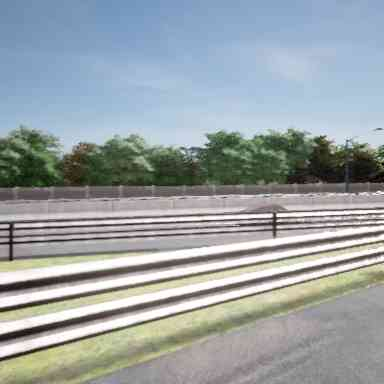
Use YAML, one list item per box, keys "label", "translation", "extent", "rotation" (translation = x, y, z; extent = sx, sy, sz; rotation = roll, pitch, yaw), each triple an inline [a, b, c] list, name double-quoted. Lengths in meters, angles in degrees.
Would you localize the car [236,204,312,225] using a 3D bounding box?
- label: "car"
  translation: [4.842, 1.448, 19.962]
  extent: [4.674, 1.442, 1.812]
  rotation: [-1, 1, -13]
